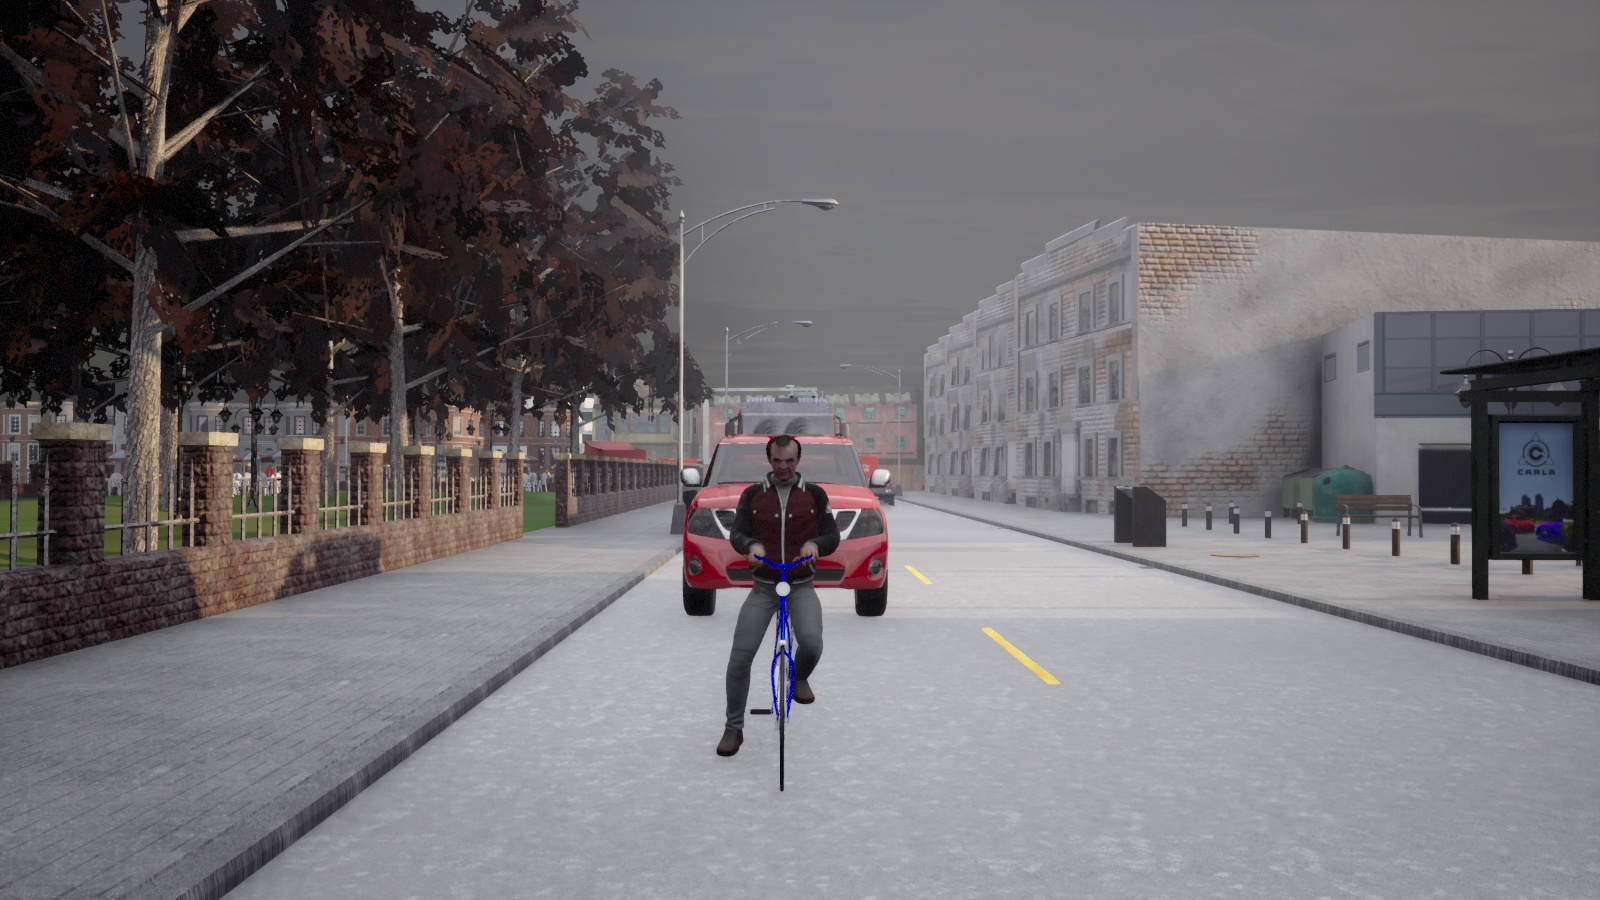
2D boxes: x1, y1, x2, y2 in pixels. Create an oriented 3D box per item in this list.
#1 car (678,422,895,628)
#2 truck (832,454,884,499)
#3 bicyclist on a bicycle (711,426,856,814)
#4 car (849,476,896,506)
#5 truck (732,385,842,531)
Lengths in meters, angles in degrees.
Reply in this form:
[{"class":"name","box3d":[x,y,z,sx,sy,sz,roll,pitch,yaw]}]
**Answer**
[{"class":"car","box3d":[-0.171,0.791,15.308,2.150,2.045,5.566,0,-1,-1]},{"class":"truck","box3d":[3.237,1.512,71.498,2.627,2.467,5.204,0,-1,-1]},{"class":"bicyclist on a bicycle","box3d":[-0.083,0.798,6.689,0.659,1.776,1.843,0,-1,-1]},{"class":"car","box3d":[3.378,1.890,59.034,1.895,1.301,4.718,0,-1,-1]},{"class":"truck","box3d":[-0.389,0.278,37.431,2.891,3.827,8.468,0,-1,-1]}]
